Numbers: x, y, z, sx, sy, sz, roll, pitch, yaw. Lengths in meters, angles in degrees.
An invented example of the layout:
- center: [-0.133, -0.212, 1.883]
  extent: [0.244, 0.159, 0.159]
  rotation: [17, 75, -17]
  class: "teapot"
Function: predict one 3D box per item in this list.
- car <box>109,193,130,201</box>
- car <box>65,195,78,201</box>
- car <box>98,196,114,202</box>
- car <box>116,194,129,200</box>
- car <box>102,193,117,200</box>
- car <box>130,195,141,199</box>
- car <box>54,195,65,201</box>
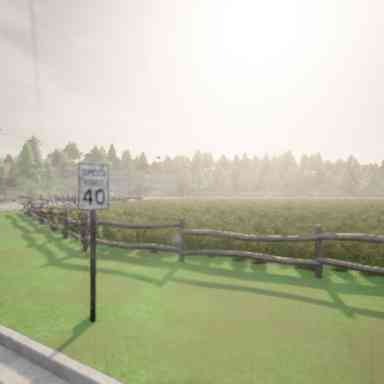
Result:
- center: [-16.571, 1.509, 76.170]
  extent: [2.128, 1.511, 4.902]
  rotation: [0, 0, 10]
  class: "car"
- center: [-26.903, 1.519, 78.041]
  extent: [2.033, 1.411, 5.357]
  rotation: [0, 0, 10]
  class: "car"
- center: [-19.935, 1.578, 77.233]
  extent: [1.895, 1.301, 4.718]
  rotation: [0, 0, 10]
  class: "car"
- center: [-18.159, 1.324, 87.047]
  extent: [1.837, 1.490, 4.892]
  rotation: [0, 0, 10]
  class: "car"
- center: [-21.608, 1.178, 87.641]
  extent: [2.097, 1.767, 4.553]
  rotation: [0, 0, 10]
  class: "car"
- center: [-14.710, 1.421, 86.453]
  extent: [1.895, 1.301, 4.718]
  rotation: [0, 0, 10]
  class: "car"
- center: [-30.347, 1.518, 78.664]
  extent: [2.033, 1.411, 5.357]
  rotation: [0, 0, 10]
  class: "car"
